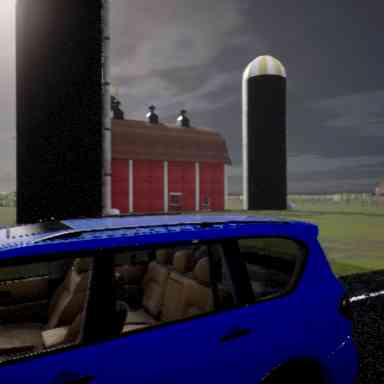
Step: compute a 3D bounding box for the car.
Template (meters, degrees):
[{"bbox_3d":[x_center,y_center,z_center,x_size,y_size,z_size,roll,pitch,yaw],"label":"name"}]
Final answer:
[{"bbox_3d":[-1.085,1.258,2.766,5.566,2.045,2.150,0,-1,-29],"label":"car"}]
